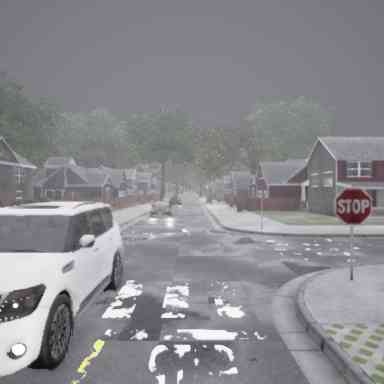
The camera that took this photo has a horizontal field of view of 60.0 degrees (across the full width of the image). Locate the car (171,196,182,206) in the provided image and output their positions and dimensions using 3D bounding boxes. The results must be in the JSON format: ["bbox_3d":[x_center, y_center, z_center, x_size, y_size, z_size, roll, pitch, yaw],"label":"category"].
[{"bbox_3d":[-2.703,1.441,55.472,1.882,1.535,5.008,0,0,0],"label":"car"}]

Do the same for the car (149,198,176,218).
[{"bbox_3d":[-2.723,1.526,30.561,1.812,1.442,4.674,0,0,0],"label":"car"}]

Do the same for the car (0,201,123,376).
[{"bbox_3d":[-2.746,1.230,6.045,2.150,2.045,5.566,0,0,0],"label":"car"}]
